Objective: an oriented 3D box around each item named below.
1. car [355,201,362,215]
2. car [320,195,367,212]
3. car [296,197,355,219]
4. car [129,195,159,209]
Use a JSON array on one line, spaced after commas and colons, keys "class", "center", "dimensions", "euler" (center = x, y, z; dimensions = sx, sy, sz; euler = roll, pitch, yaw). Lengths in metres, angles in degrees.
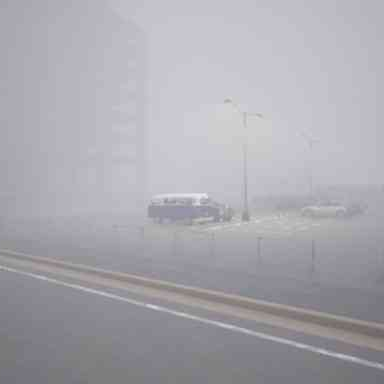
[{"class": "car", "center": [12.677, 1.398, 29.744], "dimensions": [3.905, 1.438, 1.784], "euler": [0, 0, 36]}, {"class": "car", "center": [14.201, 1.188, 31.953], "dimensions": [4.605, 1.855, 1.932], "euler": [0, 0, 36]}, {"class": "car", "center": [10.987, 1.430, 27.393], "dimensions": [3.806, 1.475, 1.970], "euler": [0, 0, 36]}, {"class": "car", "center": [-8.416, 1.611, 56.010], "dimensions": [1.882, 1.535, 5.008], "euler": [0, 0, 36]}]
